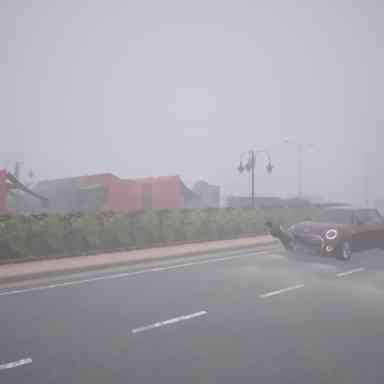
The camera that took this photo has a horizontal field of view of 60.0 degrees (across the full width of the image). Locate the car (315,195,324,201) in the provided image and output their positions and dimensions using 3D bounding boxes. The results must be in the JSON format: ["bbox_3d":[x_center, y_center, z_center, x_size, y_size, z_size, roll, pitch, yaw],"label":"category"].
[{"bbox_3d":[16.122,1.425,47.245,1.784,1.438,3.905,0,0,-36],"label":"car"}]

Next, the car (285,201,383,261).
[{"bbox_3d":[5.533,1.356,12.432,4.553,1.767,2.097,0,0,-36],"label":"car"}]

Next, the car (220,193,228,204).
[{"bbox_3d":[6.153,1.222,80.269,1.905,1.878,3.866,0,0,-36],"label":"car"}]

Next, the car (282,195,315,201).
[{"bbox_3d":[13.981,1.215,45.626,1.932,1.855,4.605,0,0,-36],"label":"car"}]

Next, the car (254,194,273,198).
[{"bbox_3d":[14.242,1.459,64.553,1.970,1.475,3.806,0,0,-36],"label":"car"}]

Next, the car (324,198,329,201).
[{"bbox_3d":[18.463,1.457,48.948,1.970,1.475,3.806,0,0,-36],"label":"car"}]

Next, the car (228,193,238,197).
[{"bbox_3d":[8.525,1.219,81.928,1.932,1.855,4.605,0,0,-36],"label":"car"}]

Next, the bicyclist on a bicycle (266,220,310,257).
[{"bbox_3d":[3.106,1.425,10.992,1.620,0.582,1.656,28,20,-31],"label":"bicyclist on a bicycle"}]
